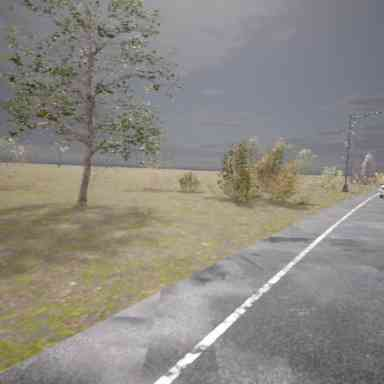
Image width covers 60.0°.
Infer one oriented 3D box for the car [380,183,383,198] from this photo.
[{"bbox_3d":[22.111,-0.376,36.635,2.150,2.045,5.566,5,5,32],"label":"car"}]
